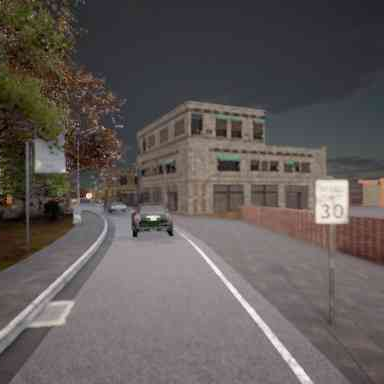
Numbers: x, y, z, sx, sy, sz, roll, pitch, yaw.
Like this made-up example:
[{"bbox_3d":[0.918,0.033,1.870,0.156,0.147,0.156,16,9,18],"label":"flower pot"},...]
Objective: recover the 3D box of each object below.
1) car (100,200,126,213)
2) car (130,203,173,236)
[{"bbox_3d":[-9.162,1.756,39.136,1.895,1.301,4.718,0,0,-25],"label":"car"},{"bbox_3d":[-2.378,1.391,18.860,2.097,1.767,4.553,0,0,-11],"label":"car"}]
